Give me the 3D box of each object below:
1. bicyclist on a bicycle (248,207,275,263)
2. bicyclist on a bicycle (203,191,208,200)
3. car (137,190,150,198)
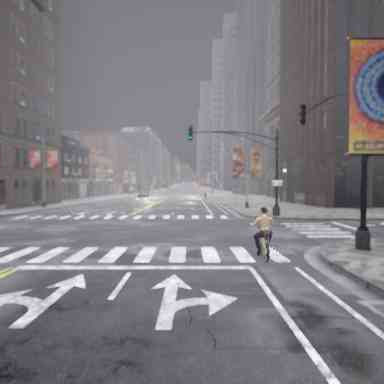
[{"bbox_3d":[2.176,1.267,10.189,0.866,1.612,1.509,0,1,0],"label":"bicyclist on a bicycle"},{"bbox_3d":[2.179,0.569,54.423,0.866,1.612,1.509,0,1,0],"label":"bicyclist on a bicycle"},{"bbox_3d":[-9.746,0.346,66.646,2.097,1.767,4.553,0,1,0],"label":"car"}]
